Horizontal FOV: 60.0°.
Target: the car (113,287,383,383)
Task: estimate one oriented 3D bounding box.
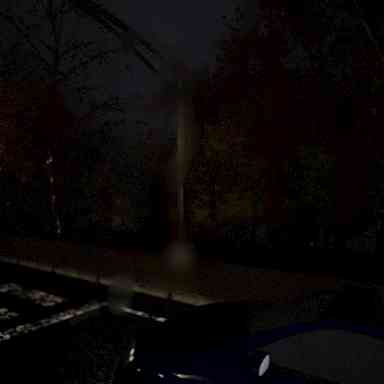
[{"bbox_3d":[1.286,1.567,2.768,4.181,1.385,1.994,-1,0,35],"label":"car"}]
